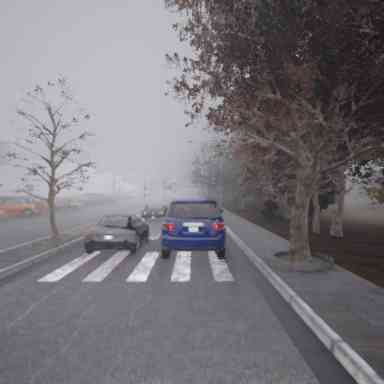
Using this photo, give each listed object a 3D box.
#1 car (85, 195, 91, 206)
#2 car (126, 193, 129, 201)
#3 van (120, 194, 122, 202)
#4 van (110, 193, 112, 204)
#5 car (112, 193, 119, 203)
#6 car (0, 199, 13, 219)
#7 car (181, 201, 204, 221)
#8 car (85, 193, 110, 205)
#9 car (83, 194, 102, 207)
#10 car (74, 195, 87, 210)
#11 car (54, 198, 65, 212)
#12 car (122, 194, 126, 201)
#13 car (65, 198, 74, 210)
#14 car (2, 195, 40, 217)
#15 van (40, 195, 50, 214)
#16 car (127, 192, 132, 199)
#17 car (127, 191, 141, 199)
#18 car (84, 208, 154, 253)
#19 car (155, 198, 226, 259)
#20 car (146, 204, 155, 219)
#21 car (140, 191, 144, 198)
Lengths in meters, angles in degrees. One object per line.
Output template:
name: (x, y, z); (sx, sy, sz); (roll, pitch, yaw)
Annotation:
car: (-16.828, 1.581, 45.607); (4.792, 1.488, 2.163); (-1, 0, -20)
car: (-16.826, 1.343, 72.446); (4.674, 1.452, 2.002); (-1, 1, -20)
van: (-16.948, 1.141, 66.437); (4.442, 1.987, 1.878); (-1, 1, -20)
van: (-16.739, 1.228, 57.576); (4.442, 1.987, 1.878); (-1, 0, -20)
car: (-16.820, 1.174, 60.528); (5.566, 2.045, 2.435); (-1, 0, -20)
car: (-16.700, 1.543, 24.768); (5.366, 1.575, 1.946); (-1, -1, -20)
car: (0.080, 1.575, 28.982); (1.837, 1.490, 4.892); (0, 0, 0)
car: (-16.876, 1.235, 54.532); (5.566, 2.045, 2.435); (-1, 1, -20)
car: (-16.846, 1.550, 51.564); (4.674, 1.452, 2.002); (-1, 1, -20)
car: (-16.686, 1.558, 42.679); (5.366, 1.575, 1.946); (-1, 0, -20)
car: (-16.858, 1.616, 36.638); (4.674, 1.452, 2.002); (-1, 0, -20)
car: (-16.806, 1.208, 69.472); (4.553, 1.767, 2.185); (-1, 1, -20)
car: (-16.887, 1.605, 39.610); (4.792, 1.488, 2.163); (-1, 0, -20)
car: (-16.841, 1.444, 30.678); (4.553, 1.767, 2.185); (-1, 0, -20)
van: (-16.761, 1.350, 33.705); (4.442, 1.987, 1.878); (-1, 0, -20)
car: (-16.802, 1.302, 75.465); (4.792, 1.488, 2.163); (-1, 0, -20)
car: (-16.791, 1.179, 87.470); (4.792, 1.488, 2.163); (-1, 0, -20)
car: (-2.924, 1.574, 13.693); (1.994, 1.385, 4.181); (0, 0, 0)
car: (0.069, 1.231, 12.821); (2.150, 2.045, 5.566); (0, 0, 0)
car: (-2.930, 1.665, 27.483); (1.895, 1.301, 4.718); (0, 0, 0)
car: (-16.984, 1.086, 93.393); (5.366, 1.575, 1.946); (-1, 1, -20)
